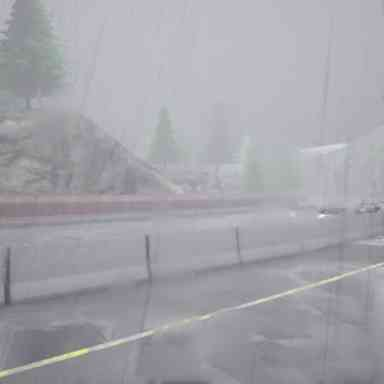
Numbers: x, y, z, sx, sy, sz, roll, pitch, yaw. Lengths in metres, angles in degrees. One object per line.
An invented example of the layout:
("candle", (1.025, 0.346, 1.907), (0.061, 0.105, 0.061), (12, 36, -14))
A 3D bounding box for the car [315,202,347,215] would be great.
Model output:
("car", (16.176, 1.869, 38.108), (1.994, 1.385, 4.181), (-1, -1, 41))

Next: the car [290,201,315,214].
("car", (14.254, 1.882, 41.245), (1.812, 1.442, 4.674), (-1, -1, 40))

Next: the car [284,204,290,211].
("car", (15.002, 2.025, 47.766), (1.895, 1.301, 4.718), (-1, -1, 38))

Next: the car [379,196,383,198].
("car", (40.656, 1.735, 70.856), (1.837, 1.490, 4.892), (-1, -1, 24))

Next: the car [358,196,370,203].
("car", (37.983, 1.683, 73.511), (2.033, 1.411, 5.357), (-1, -1, 23))

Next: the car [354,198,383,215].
("car", (19.216, 1.751, 36.275), (2.128, 1.511, 4.902), (-1, -1, 40))
